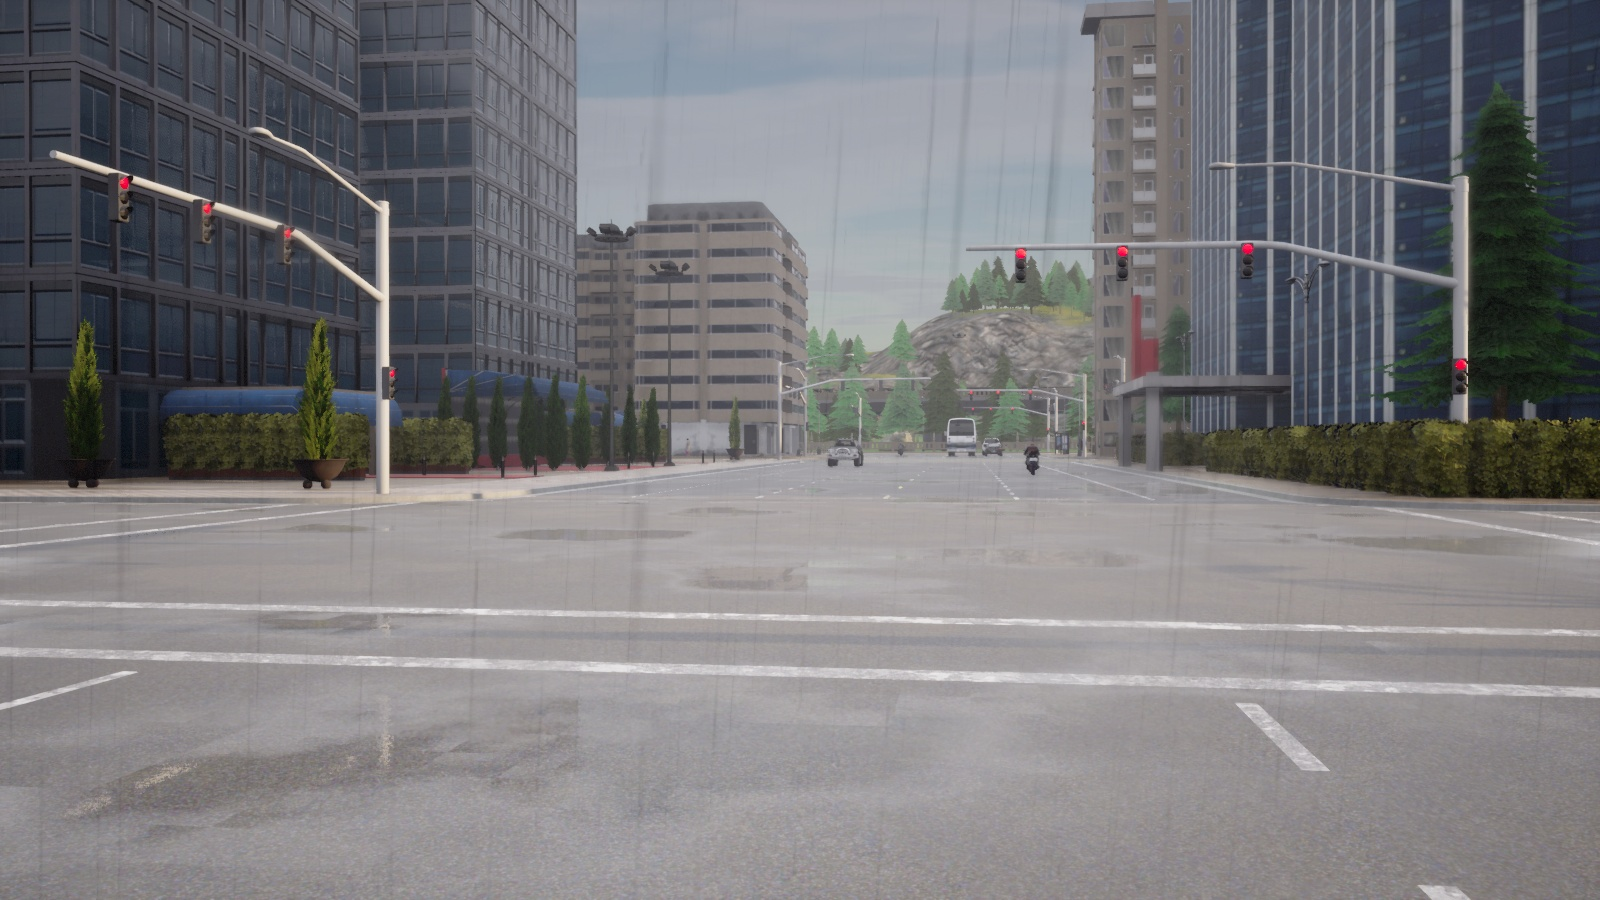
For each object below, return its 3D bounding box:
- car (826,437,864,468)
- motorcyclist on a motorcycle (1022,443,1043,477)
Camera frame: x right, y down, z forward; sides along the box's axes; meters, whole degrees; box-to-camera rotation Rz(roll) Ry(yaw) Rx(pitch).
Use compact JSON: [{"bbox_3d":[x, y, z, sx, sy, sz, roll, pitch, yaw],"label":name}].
[{"bbox_3d":[2.840,0.124,78.283,1.932,1.855,4.605,0,0,7],"label":"car"},{"bbox_3d":[10.886,0.458,58.919,0.866,1.530,2.191,0,0,7],"label":"motorcyclist on a motorcycle"}]
